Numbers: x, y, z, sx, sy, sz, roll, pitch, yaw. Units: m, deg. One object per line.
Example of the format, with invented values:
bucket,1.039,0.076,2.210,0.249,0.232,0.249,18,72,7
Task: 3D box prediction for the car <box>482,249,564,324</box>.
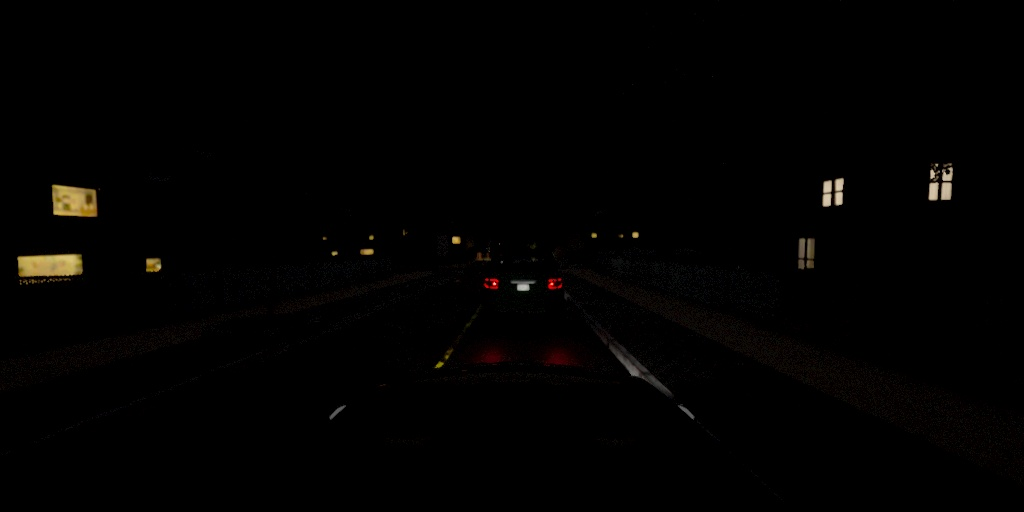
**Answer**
car,0.343,0.796,11.327,2.150,2.045,5.566,0,1,2
